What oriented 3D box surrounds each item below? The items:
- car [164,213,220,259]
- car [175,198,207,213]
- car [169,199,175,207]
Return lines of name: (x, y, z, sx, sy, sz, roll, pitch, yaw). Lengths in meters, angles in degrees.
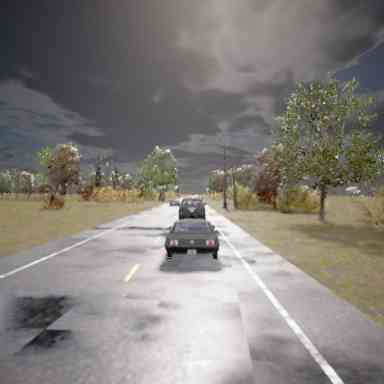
car: (0.023, 1.735, 13.270, 1.895, 1.301, 4.718, 0, -1, 1)
car: (0.018, 1.495, 27.605, 2.150, 2.045, 5.566, 0, 0, 0)
car: (-3.496, 2.109, 65.813, 2.128, 1.511, 4.902, 0, 0, 0)
